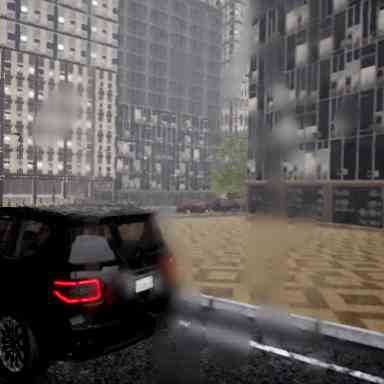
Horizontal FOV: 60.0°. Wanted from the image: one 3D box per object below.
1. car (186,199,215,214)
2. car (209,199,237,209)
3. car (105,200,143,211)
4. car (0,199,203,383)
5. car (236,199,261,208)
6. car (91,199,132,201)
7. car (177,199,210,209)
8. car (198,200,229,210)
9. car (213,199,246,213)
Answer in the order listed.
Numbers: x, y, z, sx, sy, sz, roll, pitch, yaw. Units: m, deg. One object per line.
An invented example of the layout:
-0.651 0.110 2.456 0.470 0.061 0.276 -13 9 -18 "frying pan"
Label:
0.106 1.982 40.846 4.507 1.381 1.887 1 1 -34 "car"
5.017 1.892 53.751 4.313 1.339 1.947 1 1 -34 "car"
-9.020 1.743 44.149 4.403 1.369 2.008 1 1 -34 "car"
-2.774 1.224 5.666 5.566 2.045 2.150 0 0 35 "car"
9.696 1.953 56.952 4.206 1.307 1.802 1 1 -34 "car"
-9.247 1.664 34.441 5.009 1.841 2.192 1 1 -34 "car"
0.198 1.805 50.453 4.829 1.417 1.752 1 1 -34 "car"
3.169 1.922 49.478 4.181 1.385 1.994 1 1 -34 "car"
4.790 1.797 44.042 5.009 1.841 2.192 1 1 -34 "car"
